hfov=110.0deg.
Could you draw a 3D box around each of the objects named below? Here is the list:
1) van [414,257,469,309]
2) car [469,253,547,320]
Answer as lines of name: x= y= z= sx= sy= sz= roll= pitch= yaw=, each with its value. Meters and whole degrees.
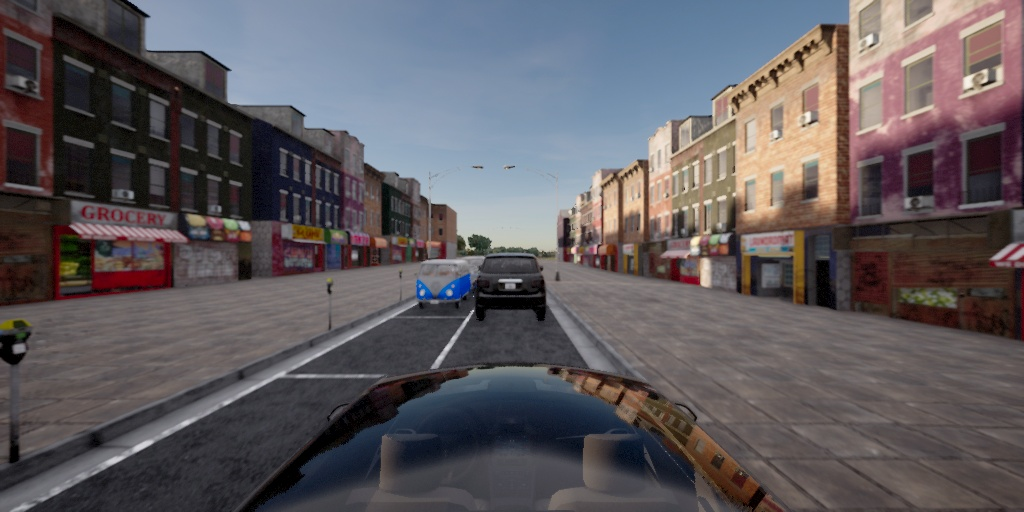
van: x=-2.635 y=1.025 z=14.296 sx=1.690 sy=1.789 sz=3.998 roll=0 pitch=0 yaw=0
car: x=-0.035 y=0.917 z=12.611 sx=2.150 sy=2.045 sz=5.566 roll=0 pitch=0 yaw=0
